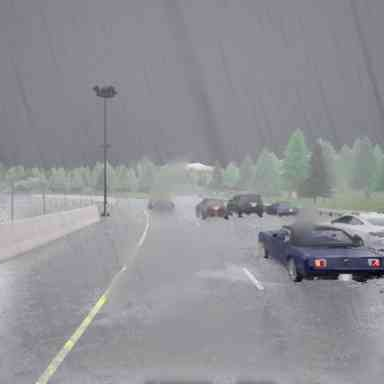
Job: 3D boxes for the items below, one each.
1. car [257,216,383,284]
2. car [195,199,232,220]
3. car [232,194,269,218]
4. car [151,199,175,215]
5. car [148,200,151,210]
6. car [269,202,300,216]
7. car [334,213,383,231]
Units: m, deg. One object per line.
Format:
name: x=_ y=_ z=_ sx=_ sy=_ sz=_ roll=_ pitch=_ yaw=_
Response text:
car: x=3.314 y=1.601 z=9.592 sx=1.895 sy=1.301 sz=4.718 roll=0 pitch=0 yaw=-2
car: x=1.581 y=1.352 z=28.145 sx=2.097 sy=1.767 sz=4.553 roll=0 pitch=0 yaw=-8
car: x=4.811 y=1.221 z=30.512 sx=2.150 sy=2.045 sz=5.566 roll=0 pitch=0 yaw=-8
car: x=-2.939 y=1.478 z=34.585 sx=1.882 sy=1.535 sz=5.008 roll=0 pitch=0 yaw=-10
car: x=-4.736 y=1.601 z=43.867 sx=1.895 sy=1.301 sz=4.718 roll=0 pitch=0 yaw=-13
car: x=8.286 y=1.564 z=30.772 sx=1.994 sy=1.385 sz=4.181 roll=0 pitch=0 yaw=-8
car: x=6.616 y=1.526 z=12.971 sx=1.812 sy=1.442 sz=4.674 roll=0 pitch=0 yaw=-3
